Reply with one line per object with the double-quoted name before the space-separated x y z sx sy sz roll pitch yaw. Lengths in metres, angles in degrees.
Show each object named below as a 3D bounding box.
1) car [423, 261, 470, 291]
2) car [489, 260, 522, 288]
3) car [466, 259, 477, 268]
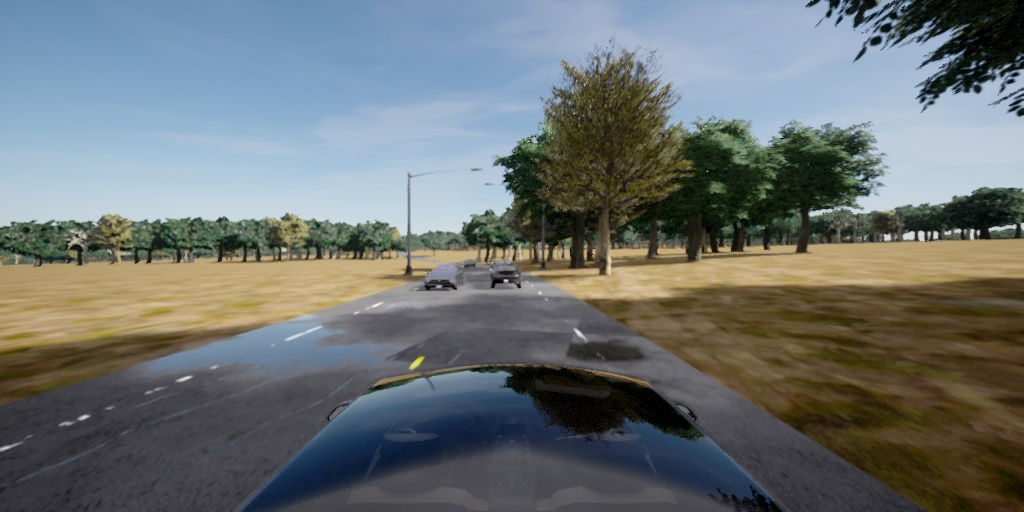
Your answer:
"car" -3.948 1.228 21.779 2.033 1.411 5.357 1 0 -2
"car" -0.419 1.200 23.322 1.837 1.490 4.892 0 0 -2
"car" -6.940 1.248 60.172 1.837 1.490 4.892 0 0 -6
